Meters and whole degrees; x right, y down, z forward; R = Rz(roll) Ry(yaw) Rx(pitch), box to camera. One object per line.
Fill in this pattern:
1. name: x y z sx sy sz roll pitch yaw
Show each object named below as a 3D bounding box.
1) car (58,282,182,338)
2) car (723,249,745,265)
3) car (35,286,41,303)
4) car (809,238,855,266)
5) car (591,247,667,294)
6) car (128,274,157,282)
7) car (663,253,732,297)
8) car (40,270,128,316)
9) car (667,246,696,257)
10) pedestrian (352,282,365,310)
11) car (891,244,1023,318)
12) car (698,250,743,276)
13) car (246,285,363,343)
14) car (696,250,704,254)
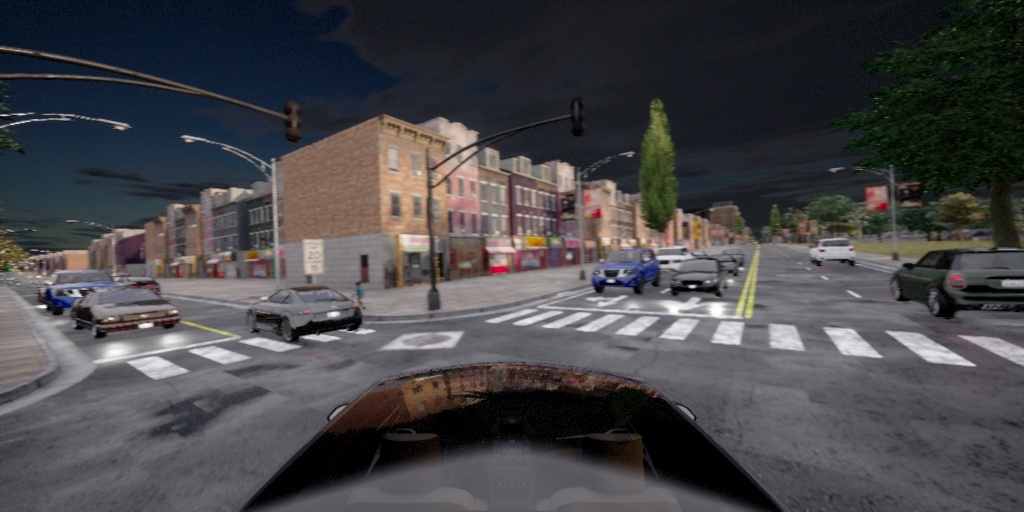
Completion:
1. car: -13.496 1.810 12.411 5.357 1.411 2.033 -2 0 32
2. car: 19.863 0.134 32.450 2.128 1.511 4.902 -2 1 35
3. car: -30.163 2.313 24.018 4.674 1.442 1.812 -2 0 35
4. car: 24.741 -0.327 27.843 2.150 2.045 5.566 -2 1 35
5. car: 5.889 0.659 18.035 2.150 2.045 5.566 -2 0 35
6. car: -25.666 2.142 24.477 4.892 1.490 1.837 -2 0 35
7. car: 8.269 0.846 15.747 1.837 1.490 4.892 -2 0 35
8. car: -21.858 1.737 18.246 5.566 2.045 2.150 -2 0 35
9. car: 11.945 0.301 26.791 2.150 2.045 5.566 -2 1 35
10. pedestrian: -5.973 1.550 14.081 0.500 1.100 0.500 -2 -1 35
11. car: 12.137 0.552 9.575 2.097 1.767 4.553 -2 0 35
12. car: 13.925 0.575 23.919 1.994 1.385 4.181 -2 1 35
13. car: -6.355 1.602 10.859 4.181 1.385 1.994 -2 -1 38
14. car: 19.311 0.148 37.435 1.812 1.442 4.674 -2 1 34
